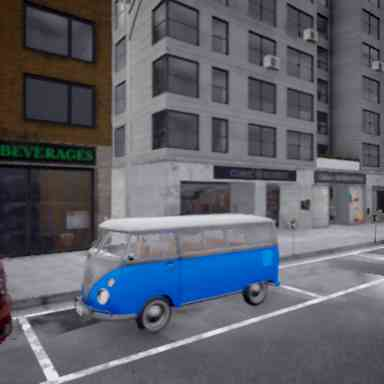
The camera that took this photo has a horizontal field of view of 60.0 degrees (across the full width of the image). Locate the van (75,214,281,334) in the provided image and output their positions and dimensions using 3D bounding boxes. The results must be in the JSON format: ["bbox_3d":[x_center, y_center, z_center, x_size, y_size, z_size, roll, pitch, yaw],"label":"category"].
[{"bbox_3d":[-0.061,1.355,6.481,3.998,1.788,1.690,0,0,-35],"label":"van"}]

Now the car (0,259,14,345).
[{"bbox_3d":[-4.567,1.309,3.285,5.009,1.841,2.192,0,0,-35],"label":"car"}]
